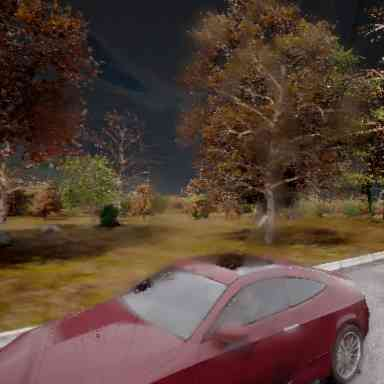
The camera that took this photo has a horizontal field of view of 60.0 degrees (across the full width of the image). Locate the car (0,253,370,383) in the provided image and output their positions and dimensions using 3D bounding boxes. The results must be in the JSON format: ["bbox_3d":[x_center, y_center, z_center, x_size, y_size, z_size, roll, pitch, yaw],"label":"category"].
[{"bbox_3d":[0.269,1.529,3.876,4.674,1.442,1.812,0,0,-35],"label":"car"}]
